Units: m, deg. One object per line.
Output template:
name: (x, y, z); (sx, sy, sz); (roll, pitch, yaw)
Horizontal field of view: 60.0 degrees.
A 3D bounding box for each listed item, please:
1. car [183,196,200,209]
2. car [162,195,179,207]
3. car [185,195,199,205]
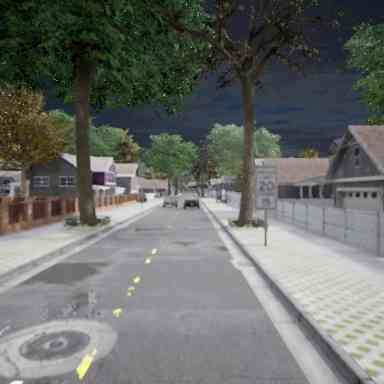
car: (-0.042, 1.235, 39.787); (1.882, 1.535, 5.008); (0, 0, 0)
car: (-2.797, 1.228, 43.954); (1.837, 1.490, 4.892); (0, 0, 0)
car: (-0.051, 1.256, 50.548); (1.994, 1.385, 4.181); (0, 0, 0)
